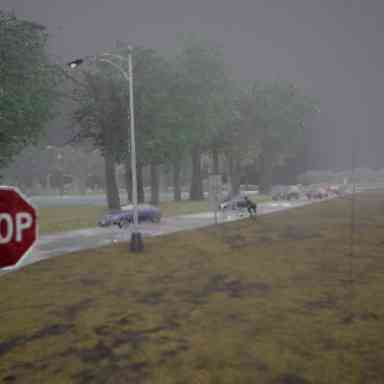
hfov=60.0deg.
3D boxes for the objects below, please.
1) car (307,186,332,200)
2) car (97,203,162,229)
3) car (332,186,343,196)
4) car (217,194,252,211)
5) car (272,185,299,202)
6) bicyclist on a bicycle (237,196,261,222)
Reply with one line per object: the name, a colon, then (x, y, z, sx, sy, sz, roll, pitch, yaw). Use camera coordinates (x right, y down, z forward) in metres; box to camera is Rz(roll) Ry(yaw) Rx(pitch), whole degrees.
car: (17.485, 0.192, 46.322, 2.128, 1.511, 4.902, -2, 1, 35)
car: (-3.820, 1.441, 21.216, 1.812, 1.442, 4.674, -2, 0, 35)
car: (23.433, -0.231, 54.768, 1.882, 1.535, 5.008, -2, 1, 35)
car: (4.165, 1.001, 32.538, 2.128, 1.511, 4.902, -2, 1, 35)
car: (12.519, 0.186, 44.325, 2.150, 2.045, 5.566, -2, 1, 36)
bicyclist on a bicycle: (3.630, 1.098, 21.402, 1.656, 1.620, 0.582, -1, 1, 35)
